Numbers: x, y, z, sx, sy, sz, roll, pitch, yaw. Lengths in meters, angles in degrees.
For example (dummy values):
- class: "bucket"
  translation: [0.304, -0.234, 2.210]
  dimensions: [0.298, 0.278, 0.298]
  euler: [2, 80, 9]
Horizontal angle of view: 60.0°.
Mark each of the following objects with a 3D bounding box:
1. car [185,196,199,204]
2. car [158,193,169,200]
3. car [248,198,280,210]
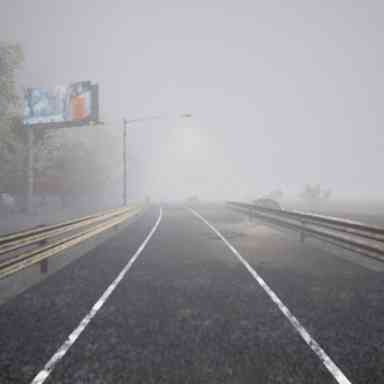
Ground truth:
- class: "car"
  translation: [-0.033, 1.466, 63.658]
  dimensions: [1.837, 1.490, 4.892]
  euler: [0, 0, -16]
- class: "car"
  translation: [-7.659, 1.222, 89.649]
  dimensions: [2.150, 2.045, 5.566]
  euler: [0, 0, -16]
- class: "car"
  translation: [7.843, 1.407, 36.815]
  dimensions: [1.837, 1.490, 4.892]
  euler: [0, 0, -16]
